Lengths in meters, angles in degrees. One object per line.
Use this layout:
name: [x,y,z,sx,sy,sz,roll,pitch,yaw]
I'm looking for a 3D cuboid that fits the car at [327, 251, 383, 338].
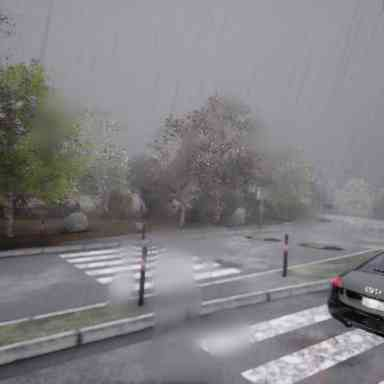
car: [4.387,1.610,5.817,4.181,1.385,1.994,0,-1,-29]
